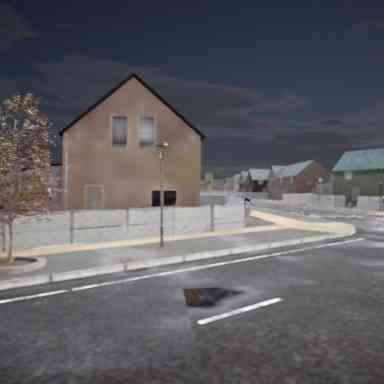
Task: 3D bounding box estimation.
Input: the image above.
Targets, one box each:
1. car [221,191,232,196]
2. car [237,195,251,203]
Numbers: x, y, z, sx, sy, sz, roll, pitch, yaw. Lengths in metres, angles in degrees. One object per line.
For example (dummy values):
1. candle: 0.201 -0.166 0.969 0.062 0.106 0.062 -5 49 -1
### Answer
1. car: 7.057 0.570 69.452 1.837 1.490 4.892 1 0 -5
2. car: 8.201 1.165 53.981 1.895 1.301 4.718 1 0 -4
